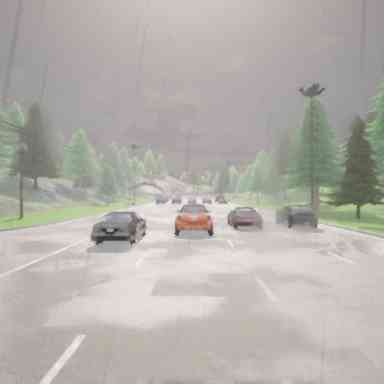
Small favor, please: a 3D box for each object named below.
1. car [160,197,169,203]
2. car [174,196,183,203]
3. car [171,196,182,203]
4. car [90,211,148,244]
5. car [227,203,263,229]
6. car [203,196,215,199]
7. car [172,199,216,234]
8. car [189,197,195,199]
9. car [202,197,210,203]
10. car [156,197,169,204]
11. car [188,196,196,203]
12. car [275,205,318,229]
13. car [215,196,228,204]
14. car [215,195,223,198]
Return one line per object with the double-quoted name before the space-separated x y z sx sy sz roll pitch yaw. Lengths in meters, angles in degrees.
"car" -6.990 1.959 84.901 1.837 1.490 4.892 0 0 0
"car" -3.489 1.817 85.288 2.097 1.767 4.553 0 0 0
"car" -3.491 1.835 75.287 2.097 1.767 4.553 0 0 0
"car" -3.397 1.654 16.293 2.033 1.411 5.357 0 0 0
"car" 3.603 1.715 23.136 1.994 1.385 4.181 0 0 0
"car" 3.509 2.040 75.281 1.994 1.385 4.181 0 0 0
"car" 0.104 1.482 20.090 2.097 1.767 4.553 0 0 0
"car" 0.009 2.040 75.282 1.994 1.385 4.181 0 0 0
"car" 3.511 1.985 85.316 1.812 1.442 4.674 0 0 0
"car" -6.991 1.836 75.287 2.097 1.767 4.553 0 0 0
"car" 0.011 1.939 85.317 1.882 1.535 5.008 0 0 0
"car" 7.104 1.655 23.008 1.837 1.490 4.892 0 0 0
"car" 7.009 2.083 75.311 1.895 1.301 4.718 0 0 0
"car" 7.010 1.686 85.348 2.150 2.045 5.566 0 0 0
